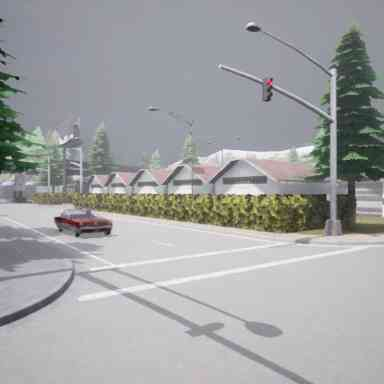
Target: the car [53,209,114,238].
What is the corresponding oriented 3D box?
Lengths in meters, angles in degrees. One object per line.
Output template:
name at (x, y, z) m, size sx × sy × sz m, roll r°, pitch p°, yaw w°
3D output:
car at (-5.966, 1.609, 18.012) m, size 1.895 × 1.301 × 4.718 m, roll 0°, pitch 0°, yaw -36°
